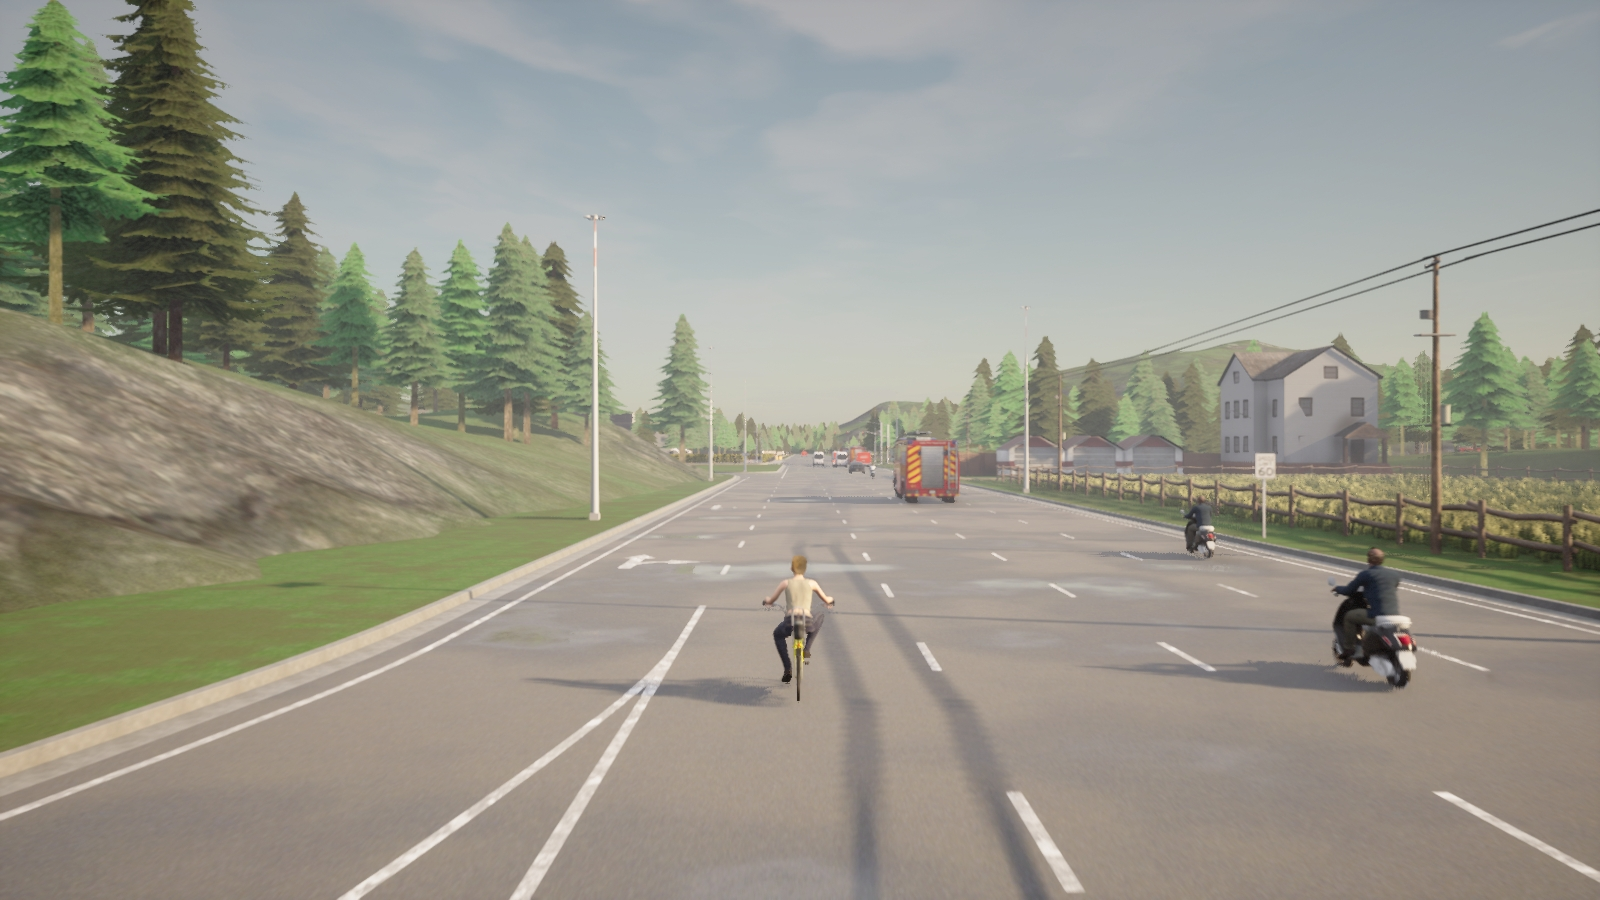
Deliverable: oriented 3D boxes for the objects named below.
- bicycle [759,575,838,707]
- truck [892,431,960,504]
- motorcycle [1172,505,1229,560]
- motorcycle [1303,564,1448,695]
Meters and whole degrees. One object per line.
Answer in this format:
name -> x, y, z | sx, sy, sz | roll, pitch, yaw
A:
bicycle -> -0.015, 2.163, 13.178 | 0.859, 1.276, 1.487 | 0, 0, 0
truck -> 7.005, 0.916, 64.446 | 2.891, 3.827, 8.468 | 0, 0, 0
motorcycle -> 10.501, 2.154, 30.017 | 0.856, 1.316, 1.805 | 0, 0, 0
motorcycle -> 7.000, 2.148, 14.011 | 0.856, 1.316, 1.805 | 0, 0, 0
